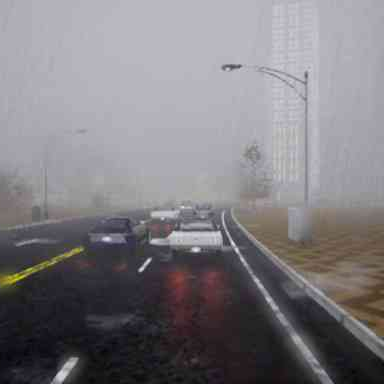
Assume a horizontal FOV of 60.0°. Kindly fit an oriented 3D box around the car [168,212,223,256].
[{"bbox_3d":[0.215,1.731,13.778,1.895,1.301,4.718,0,0,2],"label":"car"}]

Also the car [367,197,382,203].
[{"bbox_3d":[41.869,1.978,77.856,4.507,1.381,1.887,-1,0,14],"label":"car"}]

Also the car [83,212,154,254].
[{"bbox_3d":[-3.021,1.696,14.079,1.994,1.385,4.181,0,0,2],"label":"car"}]

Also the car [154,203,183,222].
[{"bbox_3d":[-2.208,1.869,28.798,1.895,1.301,4.718,0,0,4],"label":"car"}]

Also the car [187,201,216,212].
[{"bbox_3d":[1.051,1.762,28.746,2.128,1.511,4.902,0,0,5],"label":"car"}]

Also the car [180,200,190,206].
[{"bbox_3d":[-1.038,2.157,64.583,1.994,1.385,4.181,0,-1,10],"label":"car"}]

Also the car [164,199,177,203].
[{"bbox_3d":[-4.205,2.147,65.316,2.033,1.411,5.357,0,-1,10],"label":"car"}]

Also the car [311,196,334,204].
[{"bbox_3d":[28.759,1.937,72.336,4.097,1.590,1.967,-1,0,14],"label":"car"}]

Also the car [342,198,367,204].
[{"bbox_3d":[34.295,2.010,71.022,4.313,1.339,1.947,-1,0,14],"label":"car"}]
